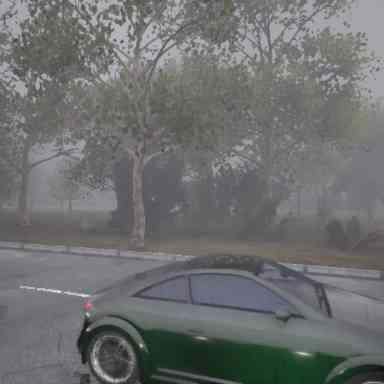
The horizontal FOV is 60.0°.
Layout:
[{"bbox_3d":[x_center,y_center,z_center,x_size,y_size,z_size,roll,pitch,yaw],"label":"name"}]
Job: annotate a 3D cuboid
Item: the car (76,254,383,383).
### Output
[{"bbox_3d":[0.728,1.559,4.209,4.181,1.385,1.994,1,0,16],"label":"car"}]
